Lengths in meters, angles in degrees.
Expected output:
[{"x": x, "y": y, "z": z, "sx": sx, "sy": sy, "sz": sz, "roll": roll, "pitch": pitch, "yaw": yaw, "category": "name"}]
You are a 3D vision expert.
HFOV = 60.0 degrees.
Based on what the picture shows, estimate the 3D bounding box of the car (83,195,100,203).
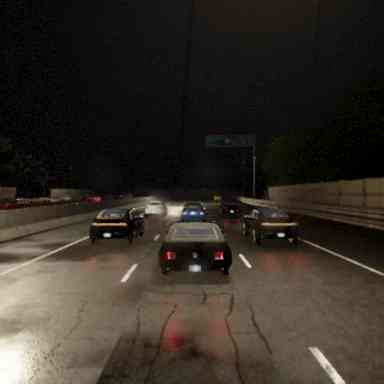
[{"x": -21.006, "y": 1.472, "z": 71.177, "sx": 2.097, "sy": 1.767, "sz": 4.553, "roll": 0, "pitch": 0, "yaw": 0, "category": "car"}]

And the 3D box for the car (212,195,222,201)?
[{"x": 6.891, "y": 1.623, "z": 88.960, "sx": 1.882, "sy": 1.535, "sz": 5.008, "roll": 0, "pitch": 0, "yaw": 1, "category": "car"}]

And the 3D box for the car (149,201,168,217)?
[{"x": -3.417, "y": 1.593, "z": 32.195, "sx": 1.812, "sy": 1.442, "sz": 4.674, "roll": 0, "pitch": 0, "yaw": 0, "category": "car"}]

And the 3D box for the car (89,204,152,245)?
[{"x": -3.404, "y": 1.525, "z": 15.791, "sx": 2.128, "sy": 1.511, "sz": 4.902, "roll": 0, "pitch": 0, "yaw": 0, "category": "car"}]

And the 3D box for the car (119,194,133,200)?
[{"x": -14.006, "y": 1.351, "z": 70.702, "sx": 2.150, "sy": 2.045, "sz": 5.566, "roll": 0, "pitch": 0, "yaw": 0, "category": "car"}]

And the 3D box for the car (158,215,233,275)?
[{"x": 0.090, "y": 1.624, "z": 10.530, "sx": 1.895, "sy": 1.301, "sz": 4.718, "roll": 0, "pitch": 0, "yaw": 0, "category": "car"}]

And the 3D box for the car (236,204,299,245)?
[{"x": 3.595, "y": 1.525, "z": 15.826, "sx": 2.128, "sy": 1.511, "sz": 4.902, "roll": 0, "pitch": 0, "yaw": 0, "category": "car"}]

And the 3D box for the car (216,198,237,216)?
[{"x": 3.595, "y": 1.593, "z": 32.200, "sx": 1.812, "sy": 1.442, "sz": 4.674, "roll": 0, "pitch": 0, "yaw": 0, "category": "car"}]

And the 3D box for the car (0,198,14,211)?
[{"x": -17.599, "y": 1.415, "z": 30.520, "sx": 2.097, "sy": 1.767, "sz": 4.553, "roll": 0, "pitch": 0, "yaw": 0, "category": "car"}]

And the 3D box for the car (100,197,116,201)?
[{"x": -17.506, "y": 1.670, "z": 71.147, "sx": 1.994, "sy": 1.385, "sz": 4.181, "roll": 0, "pitch": 0, "yaw": 0, "category": "car"}]

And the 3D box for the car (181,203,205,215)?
[{"x": 0.094, "y": 1.603, "z": 26.572, "sx": 2.033, "sy": 1.411, "sz": 5.357, "roll": 0, "pitch": 0, "yaw": 0, "category": "car"}]

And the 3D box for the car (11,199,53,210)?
[{"x": -14.100, "y": 1.589, "z": 30.337, "sx": 1.812, "sy": 1.442, "sz": 4.674, "roll": 0, "pitch": 0, "yaw": 0, "category": "car"}]

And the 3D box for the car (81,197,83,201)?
[{"x": -23.871, "y": 1.416, "z": 75.858, "sx": 1.994, "sy": 1.385, "sz": 4.181, "roll": 0, "pitch": 0, "yaw": -3, "category": "car"}]
